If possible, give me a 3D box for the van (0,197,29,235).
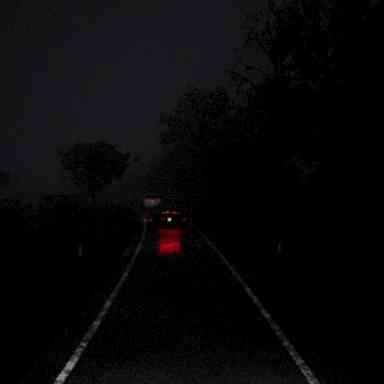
[{"bbox_3d":[-9.749,1.216,15.852,1.878,1.987,4.442,1,-1,-7],"label":"van"}]

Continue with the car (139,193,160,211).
[{"bbox_3d":[-5.103,1.147,40.499,2.150,2.045,5.566,0,0,-14],"label":"car"}]

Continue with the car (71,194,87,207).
[{"bbox_3d":[-20.184,1.537,59.270,2.435,2.045,5.566,2,-2,-22],"label":"car"}]

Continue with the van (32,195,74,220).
[{"bbox_3d":[-11.140,1.236,26.951,1.878,1.987,4.442,1,-1,-11],"label":"van"}]

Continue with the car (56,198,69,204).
[{"bbox_3d":[-32.610,2.276,83.488,2.097,1.535,5.008,-1,-1,-32],"label":"car"}]

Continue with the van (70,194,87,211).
[{"bbox_3d":[-14.763,1.347,43.315,1.878,1.987,4.442,2,-2,-18],"label":"van"}]

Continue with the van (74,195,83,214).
[{"bbox_3d":[-12.165,1.262,32.436,1.878,1.987,4.442,1,-1,-12],"label":"van"}]

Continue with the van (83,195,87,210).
[{"bbox_3d":[-13.370,1.299,37.896,1.878,1.987,4.442,1,-1,-13],"label":"van"}]

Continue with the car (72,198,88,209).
[{"bbox_3d":[-16.354,1.627,48.595,1.946,1.575,5.366,2,-2,-16],"label":"car"}]

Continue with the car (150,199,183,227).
[{"bbox_3d":[-1.718,1.467,22.943,1.837,1.490,4.892,0,0,-8],"label":"car"}]
